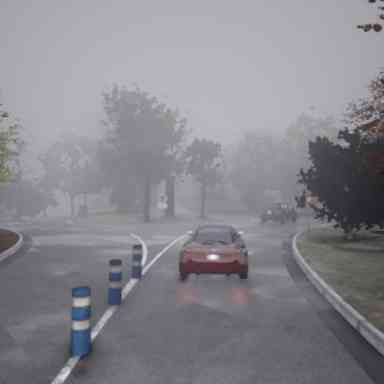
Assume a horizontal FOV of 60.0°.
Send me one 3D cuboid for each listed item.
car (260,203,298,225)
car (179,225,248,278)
[{"bbox_3d":[8.522,2.056,32.386,2.150,2.045,5.566,-2,-2,34],"label":"car"},{"bbox_3d":[0.748,1.756,10.841,1.994,1.385,4.181,0,-1,5],"label":"car"}]
